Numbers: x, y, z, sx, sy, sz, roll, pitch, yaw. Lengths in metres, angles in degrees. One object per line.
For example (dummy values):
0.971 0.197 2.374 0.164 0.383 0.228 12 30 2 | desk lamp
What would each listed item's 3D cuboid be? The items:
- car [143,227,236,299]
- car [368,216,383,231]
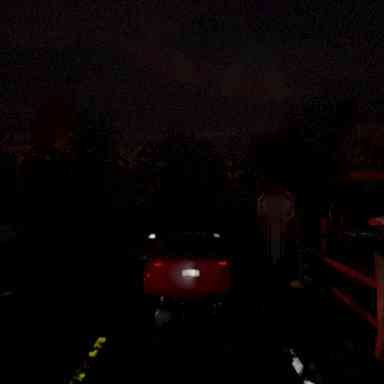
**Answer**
-0.173 1.575 8.577 1.994 1.385 4.181 0 0 -4 | car
13.030 1.714 19.792 4.674 1.442 1.812 1 0 -1 | car
